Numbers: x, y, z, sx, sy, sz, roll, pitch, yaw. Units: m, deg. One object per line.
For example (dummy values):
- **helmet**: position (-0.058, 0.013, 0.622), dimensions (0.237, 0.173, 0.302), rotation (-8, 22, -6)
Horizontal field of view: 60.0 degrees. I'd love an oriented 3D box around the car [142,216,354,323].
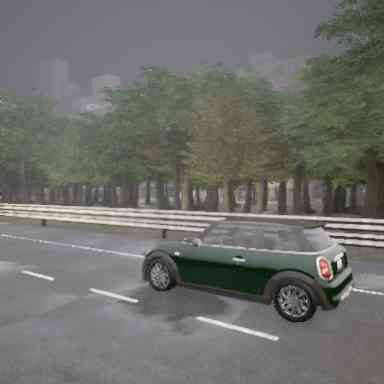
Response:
- **car**: position (1.019, 1.353, 7.442), dimensions (4.553, 1.767, 2.097), rotation (0, 0, 36)
